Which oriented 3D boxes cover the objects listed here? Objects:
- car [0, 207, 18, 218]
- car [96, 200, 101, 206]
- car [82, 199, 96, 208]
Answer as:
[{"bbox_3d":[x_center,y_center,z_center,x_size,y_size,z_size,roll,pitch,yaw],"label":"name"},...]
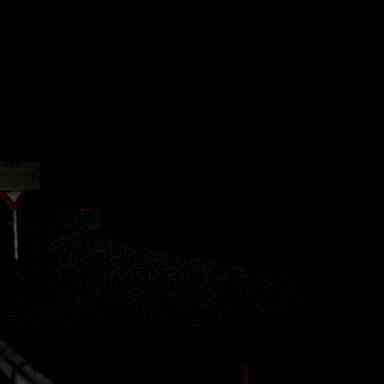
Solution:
[{"bbox_3d":[-24.839,2.741,44.067,4.902,1.511,2.128,-2,-2,29],"label":"car"},{"bbox_3d":[-15.594,1.859,63.633,1.882,1.535,5.008,-5,3,20],"label":"car"},{"bbox_3d":[-19.081,2.200,63.923,2.128,1.511,4.902,-5,2,20],"label":"car"}]
